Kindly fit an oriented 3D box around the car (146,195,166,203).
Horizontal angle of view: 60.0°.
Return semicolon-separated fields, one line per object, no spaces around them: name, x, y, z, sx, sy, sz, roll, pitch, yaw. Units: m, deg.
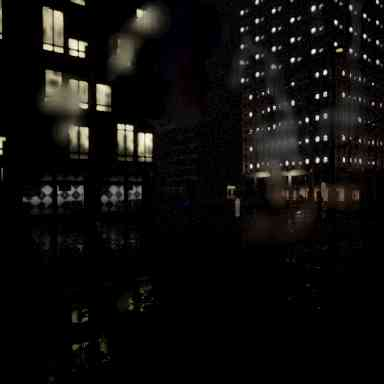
car;-6.954;1.229;63.305;1.887;1.381;4.507;0;0;-34

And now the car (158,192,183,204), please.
car;-3.843;1.026;58.721;2.192;1.841;5.009;0;0;-34

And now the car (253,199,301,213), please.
car;8.939;1.407;35.314;2.033;1.411;5.357;-1;1;-34

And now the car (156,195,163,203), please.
car;-6.565;1.236;58.027;1.837;1.490;4.892;-1;1;-34

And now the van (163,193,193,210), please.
van;-1.441;1.204;40.266;1.690;1.788;3.998;0;0;-34

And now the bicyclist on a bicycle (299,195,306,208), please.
bicyclist on a bicycle;12.950;1.108;39.221;1.656;1.620;0.582;-1;1;-34
